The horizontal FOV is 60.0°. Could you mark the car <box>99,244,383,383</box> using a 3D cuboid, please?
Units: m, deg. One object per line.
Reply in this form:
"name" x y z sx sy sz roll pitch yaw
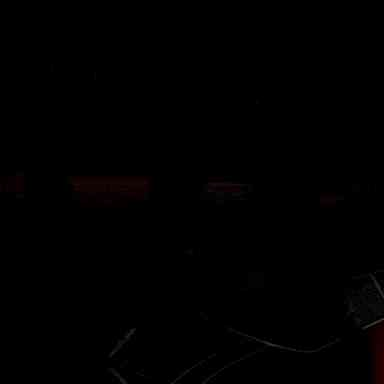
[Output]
"car" 1.097 1.468 3.605 4.097 1.590 1.967 1 -1 -35
